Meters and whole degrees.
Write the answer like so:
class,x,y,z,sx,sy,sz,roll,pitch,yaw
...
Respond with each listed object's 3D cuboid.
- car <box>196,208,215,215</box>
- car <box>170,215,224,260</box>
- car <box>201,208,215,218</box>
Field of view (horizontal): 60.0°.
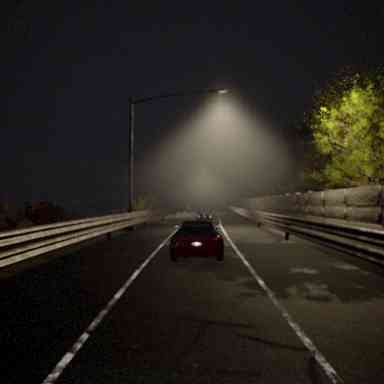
class,x,y,z,sx,sy,sz,roll,pitch,yaw
car,1.382,2.549,35.241,2.033,1.411,5.357,0,-2,3
car,0.221,1.842,13.571,1.994,1.385,4.181,0,-2,1
car,2.429,3.077,49.406,1.895,1.301,4.718,0,-2,4
